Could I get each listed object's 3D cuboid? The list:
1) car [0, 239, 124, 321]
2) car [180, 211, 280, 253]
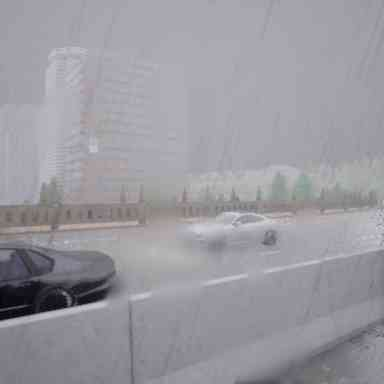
[{"bbox_3d":[-3.891,1.547,5.516,5.357,1.411,2.033,0,0,-35],"label":"car"},{"bbox_3d":[1.715,1.542,13.803,4.674,1.442,1.812,0,0,-36],"label":"car"}]
